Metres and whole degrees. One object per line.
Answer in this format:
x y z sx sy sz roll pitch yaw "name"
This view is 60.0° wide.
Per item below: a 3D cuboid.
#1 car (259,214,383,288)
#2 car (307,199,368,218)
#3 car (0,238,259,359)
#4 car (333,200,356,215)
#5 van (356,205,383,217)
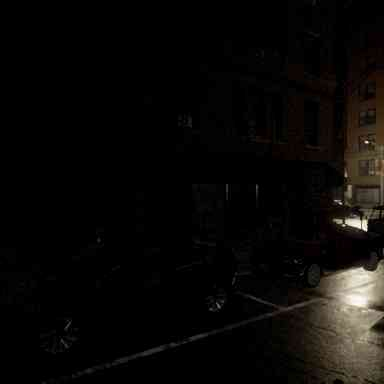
3.551 1.544 9.255 4.507 1.381 1.887 0 0 -35 "car"
13.521 1.487 31.207 2.128 1.511 4.902 0 0 -36 "car"
-1.070 1.566 5.988 4.313 1.339 1.947 0 0 -35 "car"
11.681 1.584 28.209 1.895 1.301 4.718 0 0 -36 "car"
8.174 1.338 12.522 3.998 1.788 1.690 0 0 -35 "van"
